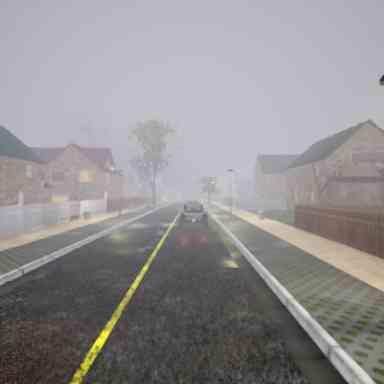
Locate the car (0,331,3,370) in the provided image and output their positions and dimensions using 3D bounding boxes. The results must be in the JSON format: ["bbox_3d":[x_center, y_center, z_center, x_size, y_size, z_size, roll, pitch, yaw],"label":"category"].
[{"bbox_3d":[-2.836,1.476,1.263,1.882,1.535,5.008,0,0,0],"label":"car"}]

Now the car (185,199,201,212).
[{"bbox_3d":[0.110,1.647,41.474,1.994,1.385,4.181,0,0,0],"label":"car"}]

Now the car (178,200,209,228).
[{"bbox_3d":[0.106,1.501,22.230,2.128,1.511,4.902,0,0,0],"label":"car"}]
